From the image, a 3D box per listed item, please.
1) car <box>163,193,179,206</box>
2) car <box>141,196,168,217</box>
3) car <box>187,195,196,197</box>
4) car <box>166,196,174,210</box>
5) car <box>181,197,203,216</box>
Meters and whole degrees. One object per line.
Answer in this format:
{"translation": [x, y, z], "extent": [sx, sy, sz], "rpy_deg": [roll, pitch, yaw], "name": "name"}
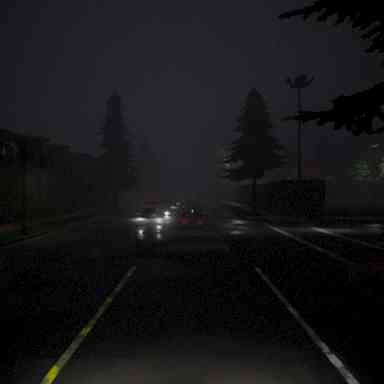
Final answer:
{"translation": [-3.677, 1.163, 53.242], "extent": [2.150, 2.045, 5.566], "rpy_deg": [0, 0, 0], "name": "car"}
{"translation": [-3.653, 1.443, 31.470], "extent": [1.882, 1.535, 5.008], "rpy_deg": [0, 0, 0], "name": "car"}
{"translation": [-0.135, 1.396, 75.804], "extent": [1.882, 1.535, 5.008], "rpy_deg": [0, 0, 0], "name": "car"}
{"translation": [-3.669, 1.556, 41.432], "extent": [1.895, 1.301, 4.718], "rpy_deg": [0, 0, 0], "name": "car"}
{"translation": [0.043, 1.490, 32.315], "extent": [1.812, 1.442, 4.674], "rpy_deg": [0, 0, 0], "name": "car"}
